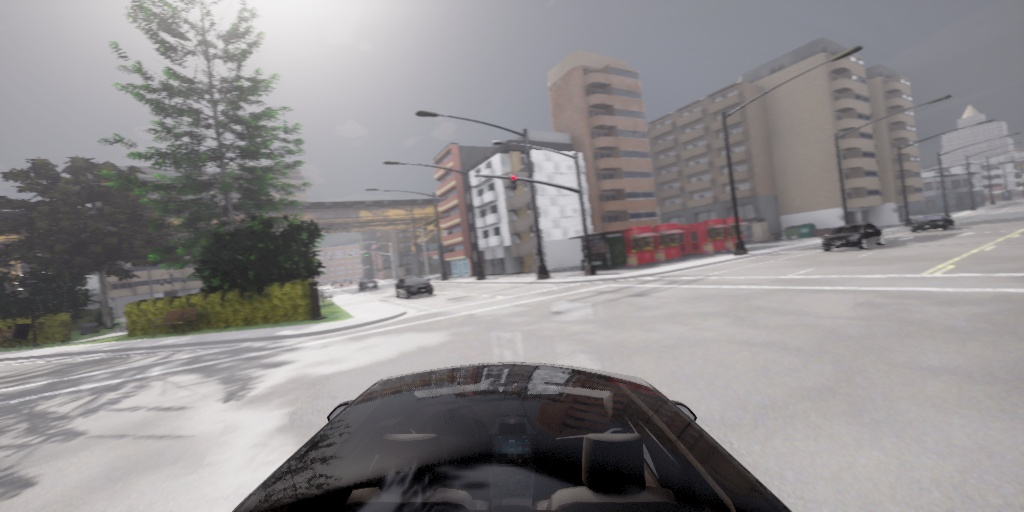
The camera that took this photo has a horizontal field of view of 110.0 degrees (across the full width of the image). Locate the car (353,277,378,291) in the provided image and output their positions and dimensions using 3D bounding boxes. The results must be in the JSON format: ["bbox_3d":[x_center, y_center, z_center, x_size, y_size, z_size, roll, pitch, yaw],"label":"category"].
[{"bbox_3d":[-18.195,3.557,45.229,2.128,1.511,4.902,-7,0,-29],"label":"car"}]

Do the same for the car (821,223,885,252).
[{"bbox_3d":[20.483,-1.163,21.553,4.892,1.490,1.837,-7,0,-30],"label":"car"}]

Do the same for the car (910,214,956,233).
[{"bbox_3d":[35.939,-2.793,30.628,4.181,1.385,1.994,-6,-1,-30],"label":"car"}]

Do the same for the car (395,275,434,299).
[{"bbox_3d":[-7.097,2.157,25.715,1.837,1.490,4.892,-7,0,-30],"label":"car"}]
